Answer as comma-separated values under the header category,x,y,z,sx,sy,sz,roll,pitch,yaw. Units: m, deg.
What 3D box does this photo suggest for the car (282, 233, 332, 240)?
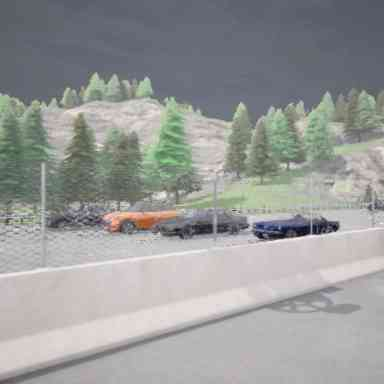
category,x,y,z,sx,sy,sz,roll,pitch,yaw
car,5.108,1.651,16.210,4.718,1.301,1.895,0,0,-35
